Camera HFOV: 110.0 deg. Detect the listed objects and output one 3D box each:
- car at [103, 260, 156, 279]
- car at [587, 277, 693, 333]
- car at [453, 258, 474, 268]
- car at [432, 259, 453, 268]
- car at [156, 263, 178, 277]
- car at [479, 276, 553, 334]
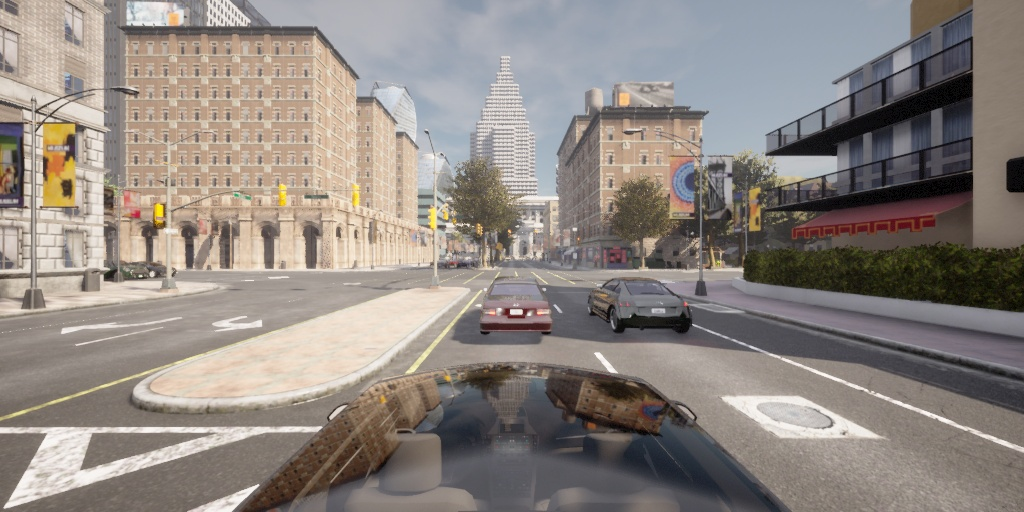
[{"bbox_3d":[-33.351,1.100,30.018,4.553,1.767,2.097,0,0,0],"label":"car"},{"bbox_3d":[3.589,1.313,10.790,1.994,1.385,4.181,0,0,0],"label":"car"},{"bbox_3d":[-8.129,1.347,60.388,1.895,1.301,4.718,0,0,0],"label":"car"},{"bbox_3d":[-11.630,1.272,60.266,1.812,1.442,4.674,0,0,0],"label":"car"},{"bbox_3d":[-34.193,1.253,33.513,4.892,1.490,1.837,0,0,0],"label":"car"},{"bbox_3d":[0.091,1.297,10.530,2.033,1.411,5.357,0,0,0],"label":"car"}]
